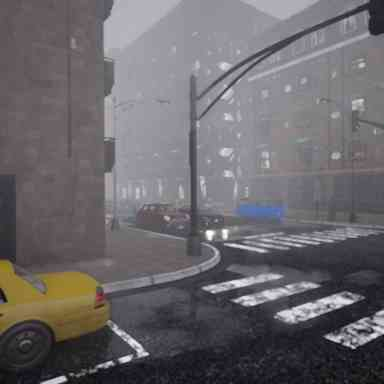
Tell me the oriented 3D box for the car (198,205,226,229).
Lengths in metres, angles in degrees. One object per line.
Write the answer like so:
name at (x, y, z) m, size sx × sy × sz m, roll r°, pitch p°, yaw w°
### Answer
car at (0.291, 1.540, 21.633) m, size 1.994 × 1.385 × 4.181 m, roll -1°, pitch 0°, yaw -36°

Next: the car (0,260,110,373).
car at (-3.498, 1.526, 4.072) m, size 4.829 × 1.417 × 1.752 m, roll 0°, pitch 0°, yaw -35°

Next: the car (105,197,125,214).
car at (-9.035, 1.484, 34.518) m, size 1.812 × 1.442 × 4.674 m, roll -1°, pitch 0°, yaw -36°

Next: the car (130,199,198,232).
car at (-1.773, 1.437, 20.070) m, size 1.967 × 1.590 × 4.097 m, roll 0°, pitch 0°, yaw -36°

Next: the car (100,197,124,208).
car at (-11.578, 1.456, 47.896) m, size 1.887 × 1.381 × 4.507 m, roll -1°, pitch 0°, yaw -36°

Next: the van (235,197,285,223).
van at (5.025, 1.273, 24.969) m, size 1.690 × 1.788 × 3.998 m, roll 0°, pitch 0°, yaw -36°

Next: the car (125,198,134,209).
car at (-8.257, 1.456, 43.311) m, size 1.887 × 1.381 × 4.507 m, roll -1°, pitch 0°, yaw -36°

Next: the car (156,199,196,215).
car at (-1.716, 1.442, 34.279) m, size 1.752 × 1.417 × 4.829 m, roll 0°, pitch 0°, yaw -36°
